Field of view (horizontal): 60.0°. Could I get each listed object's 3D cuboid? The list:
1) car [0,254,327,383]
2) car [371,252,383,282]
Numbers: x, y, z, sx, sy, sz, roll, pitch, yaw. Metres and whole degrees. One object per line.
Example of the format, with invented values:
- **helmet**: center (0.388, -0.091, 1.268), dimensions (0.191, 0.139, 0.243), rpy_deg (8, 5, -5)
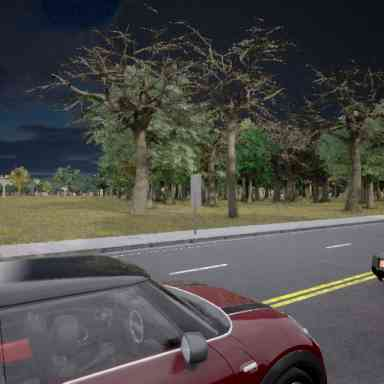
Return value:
- **car**: center (-0.903, 1.352, 2.795), dimensions (4.553, 1.767, 2.097), rpy_deg (0, 0, -35)
- **car**: center (6.382, 1.603, 7.978), dimensions (4.718, 1.301, 1.895), rpy_deg (0, 0, -35)
